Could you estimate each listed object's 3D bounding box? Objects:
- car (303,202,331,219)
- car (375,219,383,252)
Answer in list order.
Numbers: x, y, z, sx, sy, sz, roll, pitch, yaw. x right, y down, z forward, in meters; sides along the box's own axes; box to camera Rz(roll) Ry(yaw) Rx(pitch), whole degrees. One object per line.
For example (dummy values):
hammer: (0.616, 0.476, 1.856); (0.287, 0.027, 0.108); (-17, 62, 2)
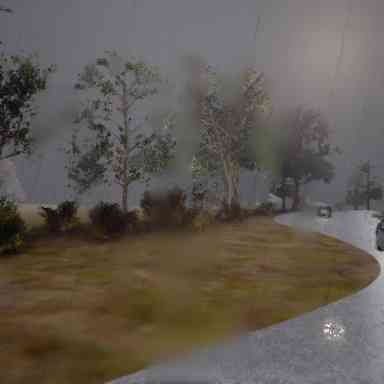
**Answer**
car: (10.952, 1.555, 28.930); (1.994, 1.385, 4.181); (0, 0, 26)
car: (7.305, 1.486, 10.975); (2.128, 1.511, 4.902); (0, 0, 23)
